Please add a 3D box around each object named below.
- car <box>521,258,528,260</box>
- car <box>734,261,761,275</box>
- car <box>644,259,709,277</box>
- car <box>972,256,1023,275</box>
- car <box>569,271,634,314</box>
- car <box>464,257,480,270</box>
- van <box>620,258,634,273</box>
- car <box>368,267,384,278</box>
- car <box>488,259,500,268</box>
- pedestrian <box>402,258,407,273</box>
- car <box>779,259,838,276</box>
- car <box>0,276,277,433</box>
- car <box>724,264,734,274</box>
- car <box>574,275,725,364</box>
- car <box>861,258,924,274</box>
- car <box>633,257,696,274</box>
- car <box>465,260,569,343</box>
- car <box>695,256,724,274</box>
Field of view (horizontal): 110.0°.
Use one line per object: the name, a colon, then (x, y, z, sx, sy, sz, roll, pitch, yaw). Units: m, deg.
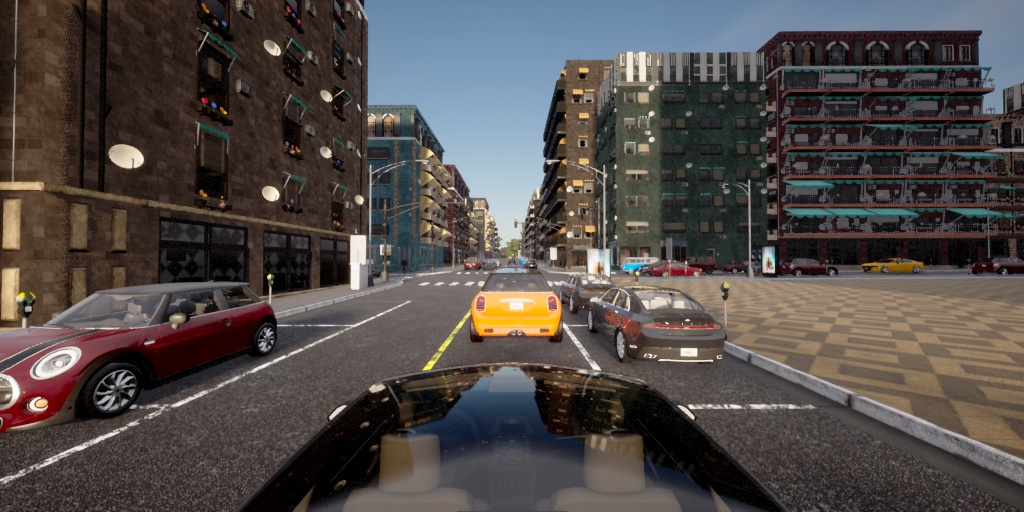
car: (2.694, 1.334, 51.669, 1.948, 1.339, 4.313, 0, 0, 0)
car: (25.726, 1.122, 35.813, 5.357, 1.411, 2.033, 0, -1, 1)
car: (13.709, 1.162, 30.103, 4.207, 1.307, 1.802, 0, 0, 0)
car: (41.346, 0.811, 29.903, 4.097, 1.591, 1.967, 0, 0, 0)
car: (2.821, 1.304, 13.476, 2.007, 1.370, 4.403, 0, 0, 0)
car: (-5.687, 1.083, 51.710, 2.192, 1.841, 5.009, 0, 0, 0)
van: (13.772, 1.046, 38.483, 3.998, 1.789, 1.690, 0, 0, 0)
car: (-14.210, 1.344, 32.902, 4.892, 1.490, 1.837, -1, -1, 1)
car: (-3.077, 1.298, 60.957, 1.812, 1.442, 4.674, 0, 0, 0)
pedestrian: (-12.527, 1.097, 41.635, 0.375, 1.860, 0.375, 0, 0, 0)
car: (24.765, 0.935, 30.023, 4.097, 1.591, 1.967, 0, 0, 0)
car: (-5.819, 1.191, 5.671, 1.967, 1.591, 4.097, 0, 0, 0)
car: (24.827, 1.165, 38.403, 4.507, 1.381, 1.888, 0, 0, 0)
car: (2.821, 1.302, 7.906, 2.007, 1.370, 4.403, 0, 0, 0)
car: (37.799, 0.961, 35.715, 5.008, 1.535, 1.882, 0, -1, 1)
car: (15.203, 1.147, 35.893, 4.902, 1.511, 2.128, 0, -1, 0)
car: (0.098, 1.104, 9.886, 2.097, 1.767, 4.553, 0, 0, 0)
car: (19.299, 0.977, 38.443, 5.009, 1.841, 2.192, 0, 0, 0)
